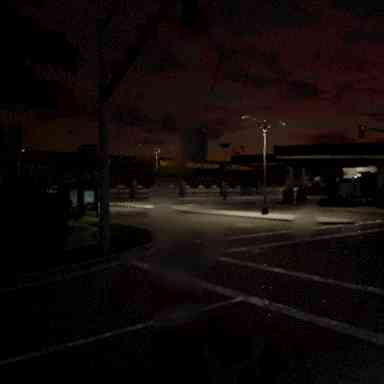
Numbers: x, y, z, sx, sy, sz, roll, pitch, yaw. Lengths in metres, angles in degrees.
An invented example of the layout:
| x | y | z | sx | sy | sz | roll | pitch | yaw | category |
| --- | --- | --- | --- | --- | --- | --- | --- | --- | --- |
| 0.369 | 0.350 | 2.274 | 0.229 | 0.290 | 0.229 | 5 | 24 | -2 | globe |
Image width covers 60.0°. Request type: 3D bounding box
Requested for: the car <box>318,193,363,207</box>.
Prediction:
| x | y | z | sx | sy | sz | roll | pitch | yaw | category |
| --- | --- | --- | --- | --- | --- | --- | --- | --- | --- |
| 17.847 | 1.006 | 40.942 | 2.242 | 1.667 | 4.611 | -1 | 0 | -35 | car |

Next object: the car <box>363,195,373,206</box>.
| x | y | z | sx | sy | sz | roll | pitch | yaw | category |
| --- | --- | --- | --- | --- | --- | --- | --- | --- | --- |
| 22.113 | 1.123 | 44.866 | 1.970 | 1.475 | 3.806 | -1 | 0 | -35 | car |
